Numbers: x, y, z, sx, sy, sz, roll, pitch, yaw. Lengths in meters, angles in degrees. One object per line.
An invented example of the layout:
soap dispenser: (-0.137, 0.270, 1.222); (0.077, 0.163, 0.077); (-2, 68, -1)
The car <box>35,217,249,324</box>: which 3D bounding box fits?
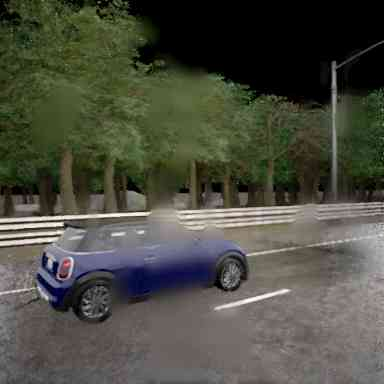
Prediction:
car: (-0.873, 1.331, 7.350); (4.553, 1.767, 2.097); (0, 0, -35)
